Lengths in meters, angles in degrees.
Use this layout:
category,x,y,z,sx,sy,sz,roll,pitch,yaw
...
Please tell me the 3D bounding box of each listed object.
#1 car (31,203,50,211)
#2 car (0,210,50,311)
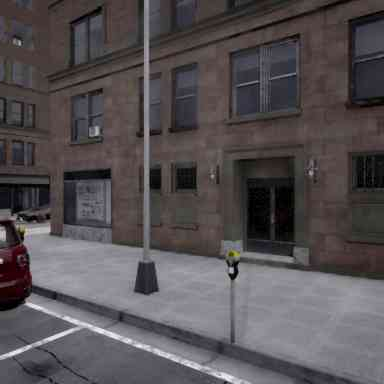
category,x,y,z,sx,sy,sz,roll,pitch,yaw
car,-10.285,1.503,25.205,2.033,1.411,5.357,0,0,36
car,-5.112,1.315,6.444,5.009,1.841,2.192,0,0,35
